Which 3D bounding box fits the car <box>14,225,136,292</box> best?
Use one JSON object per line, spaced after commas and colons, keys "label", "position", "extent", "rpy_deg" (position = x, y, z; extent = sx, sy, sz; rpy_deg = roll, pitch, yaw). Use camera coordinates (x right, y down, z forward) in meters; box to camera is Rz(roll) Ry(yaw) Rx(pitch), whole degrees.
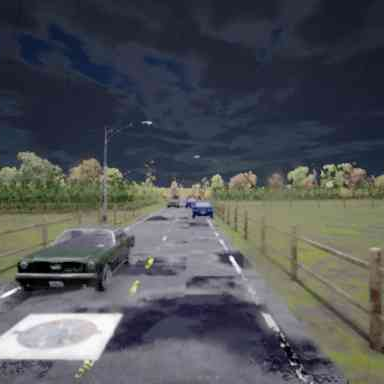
{"label": "car", "position": [-2.856, 1.647, 9.220], "extent": [1.895, 1.301, 4.718], "rpy_deg": [0, 0, 0]}

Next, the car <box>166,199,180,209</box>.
{"label": "car", "position": [-2.826, 1.777, 51.027], "extent": [2.033, 1.411, 5.357], "rpy_deg": [0, 0, 0]}

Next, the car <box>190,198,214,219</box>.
{"label": "car", "position": [0.960, 1.625, 31.169], "extent": [1.882, 1.535, 5.008], "rpy_deg": [0, 0, 0]}

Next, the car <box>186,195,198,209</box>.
{"label": "car", "position": [0.004, 1.707, 50.819], "extent": [1.882, 1.535, 5.008], "rpy_deg": [0, 0, 0]}
